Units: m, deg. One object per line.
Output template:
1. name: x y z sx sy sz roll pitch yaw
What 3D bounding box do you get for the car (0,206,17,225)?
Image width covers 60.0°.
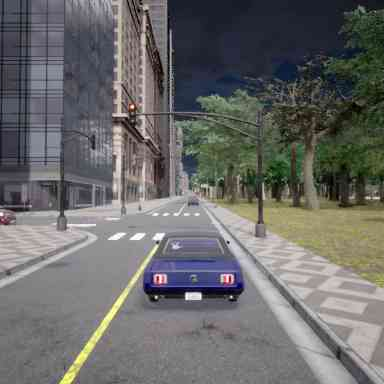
1. car: -13.491 1.371 21.284 4.097 1.590 1.967 0 -2 -1

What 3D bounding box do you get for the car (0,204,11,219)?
1. car: -18.935 1.726 29.808 4.313 1.339 1.947 0 -1 0

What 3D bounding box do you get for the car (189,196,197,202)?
1. car: 0.207 1.801 81.884 2.033 1.411 5.357 0 0 0

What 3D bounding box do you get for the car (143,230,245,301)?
1. car: 0.023 1.607 8.262 1.895 1.301 4.718 0 0 0

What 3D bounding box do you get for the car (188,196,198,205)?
1. car: 0.253 1.712 60.971 2.033 1.411 5.357 0 0 0
